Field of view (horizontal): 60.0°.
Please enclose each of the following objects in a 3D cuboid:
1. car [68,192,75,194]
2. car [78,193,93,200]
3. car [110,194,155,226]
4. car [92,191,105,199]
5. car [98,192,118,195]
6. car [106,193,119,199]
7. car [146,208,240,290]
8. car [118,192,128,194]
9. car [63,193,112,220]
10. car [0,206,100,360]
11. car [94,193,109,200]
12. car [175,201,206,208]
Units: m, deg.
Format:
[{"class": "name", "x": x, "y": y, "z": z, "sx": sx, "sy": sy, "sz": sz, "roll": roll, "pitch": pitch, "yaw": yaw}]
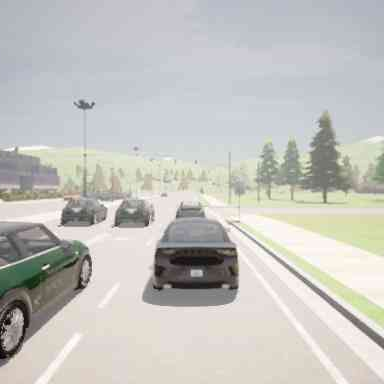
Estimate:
[{"class": "car", "x": -23.326, "y": 0.884, "z": 64.506, "sx": 2.097, "sy": 1.767, "sz": 4.553, "roll": 0, "pitch": 0, "yaw": 0}, {"class": "car", "x": -23.331, "y": 1.024, "z": 72.837, "sx": 1.994, "sy": 1.385, "sz": 4.181, "roll": 0, "pitch": 0, "yaw": 0}, {"class": "car", "x": -3.651, "y": 1.193, "z": 21.833, "sx": 2.097, "sy": 1.767, "sz": 4.553, "roll": 0, "pitch": 0, "yaw": -1}, {"class": "car", "x": -23.337, "y": 0.753, "z": 82.996, "sx": 2.097, "sy": 1.767, "sz": 4.553, "roll": 0, "pitch": 0, "yaw": 0}, {"class": "car", "x": -16.326, "y": 1.034, "z": 64.767, "sx": 1.837, "sy": 1.490, "sz": 4.892, "roll": 0, "pitch": 0, "yaw": 0}, {"class": "car", "x": -19.837, "y": 0.992, "z": 83.113, "sx": 1.895, "sy": 1.301, "sz": 4.718, "roll": 0, "pitch": 0, "yaw": 0}, {"class": "car", "x": 0.069, "y": 1.412, "z": 8.914, "sx": 1.882, "sy": 1.535, "sz": 5.008, "roll": 0, "pitch": 0, "yaw": -1}, {"class": "car", "x": -16.331, "y": 0.818, "z": 73.941, "sx": 2.097, "sy": 1.767, "sz": 4.553, "roll": 0, "pitch": 0, "yaw": 0}, {"class": "car", "x": -7.179, "y": 1.187, "z": 22.627, "sx": 2.097, "sy": 1.767, "sz": 4.553, "roll": 0, "pitch": 0, "yaw": -2}, {"class": "car", "x": -3.415, "y": 1.306, "z": 6.043, "sx": 2.097, "sy": 1.767, "sz": 4.553, "roll": 0, "pitch": 0, "yaw": 0}, {"class": "car", "x": -19.831, "y": 0.947, "z": 73.105, "sx": 1.882, "sy": 1.535, "sz": 5.008, "roll": 0, "pitch": 0, "yaw": 0}, {"class": "car", "x": -0.087, "y": 1.329, "z": 22.303, "sx": 2.128, "sy": 1.511, "sz": 4.902, "roll": 0, "pitch": 0, "yaw": 0}]
